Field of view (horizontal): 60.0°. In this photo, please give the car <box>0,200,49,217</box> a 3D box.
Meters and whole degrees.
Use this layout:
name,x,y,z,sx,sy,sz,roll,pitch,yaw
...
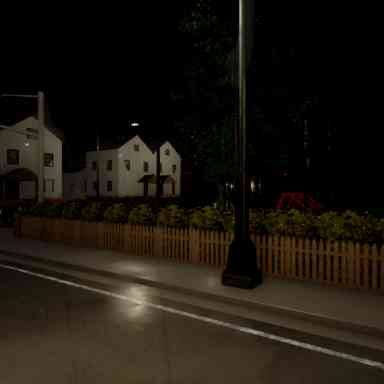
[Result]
name,x,y,z,sx,sy,sz,roll,pitch,yaw
car,-15.037,1.488,30.641,2.128,1.511,4.902,0,0,35

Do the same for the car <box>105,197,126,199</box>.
name,x,y,z,sx,sy,sz,roll,pitch,yaw
car,-9.389,1.349,38.811,2.097,1.767,4.553,0,0,35
